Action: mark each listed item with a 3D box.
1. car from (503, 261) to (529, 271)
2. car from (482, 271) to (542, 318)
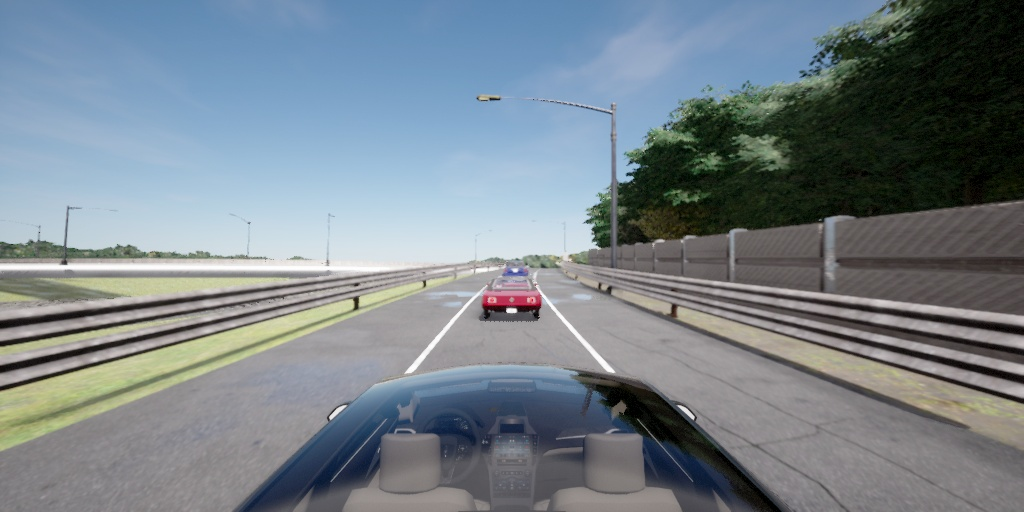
[{"bbox_3d":[0.365,1.199,30.184,2.097,1.767,4.553,0,0,3],"label":"car"},{"bbox_3d":[-0.005,1.393,13.215,1.895,1.301,4.718,0,0,0],"label":"car"}]
